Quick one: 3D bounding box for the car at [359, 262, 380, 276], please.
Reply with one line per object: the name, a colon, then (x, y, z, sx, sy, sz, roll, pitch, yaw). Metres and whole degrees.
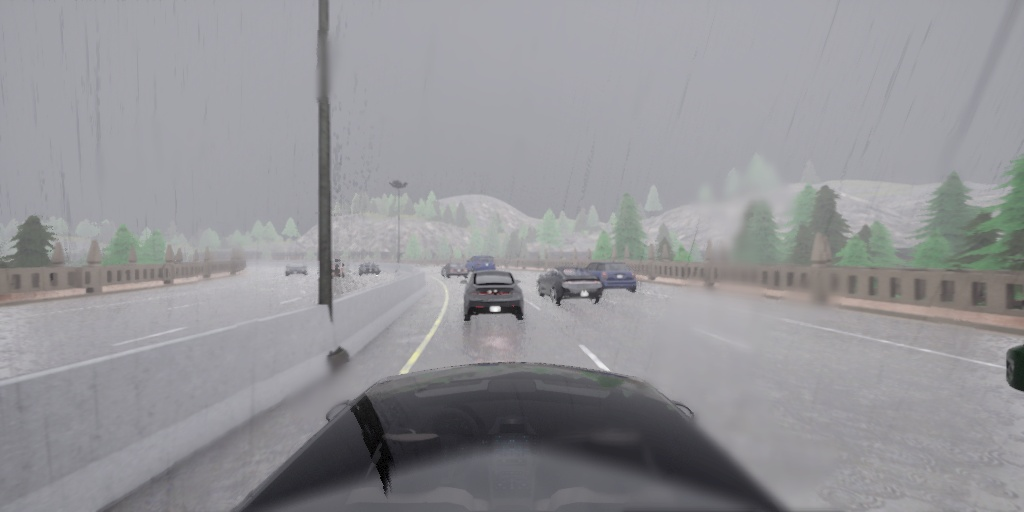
car: (-15.629, 1.394, 39.283, 1.994, 1.385, 4.181, 0, 0, -25)

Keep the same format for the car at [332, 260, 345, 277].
car: (-17.915, 1.193, 35.791, 2.097, 1.767, 4.553, 0, 0, -24)

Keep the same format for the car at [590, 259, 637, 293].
car: (5.127, 1.063, 20.357, 2.097, 1.767, 4.553, 0, 0, -10)

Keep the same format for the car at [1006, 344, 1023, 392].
car: (7.000, 0.947, 1.798, 2.150, 2.045, 5.566, 0, 0, -1)

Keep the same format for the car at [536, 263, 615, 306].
car: (2.363, 1.217, 15.783, 2.128, 1.511, 4.902, 0, 0, -8)

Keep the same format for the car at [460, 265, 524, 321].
car: (-0.728, 1.245, 12.535, 1.837, 1.490, 4.892, 0, 0, -6)

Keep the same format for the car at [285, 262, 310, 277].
car: (-22.822, 1.404, 38.162, 1.812, 1.442, 4.674, 0, 0, -26)

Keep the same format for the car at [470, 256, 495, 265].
car: (-3.426, 0.974, 37.866, 2.150, 2.045, 5.566, 0, 0, -21)

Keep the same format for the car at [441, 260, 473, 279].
car: (-5.384, 1.309, 33.176, 2.033, 1.411, 5.357, 0, 0, -19)
